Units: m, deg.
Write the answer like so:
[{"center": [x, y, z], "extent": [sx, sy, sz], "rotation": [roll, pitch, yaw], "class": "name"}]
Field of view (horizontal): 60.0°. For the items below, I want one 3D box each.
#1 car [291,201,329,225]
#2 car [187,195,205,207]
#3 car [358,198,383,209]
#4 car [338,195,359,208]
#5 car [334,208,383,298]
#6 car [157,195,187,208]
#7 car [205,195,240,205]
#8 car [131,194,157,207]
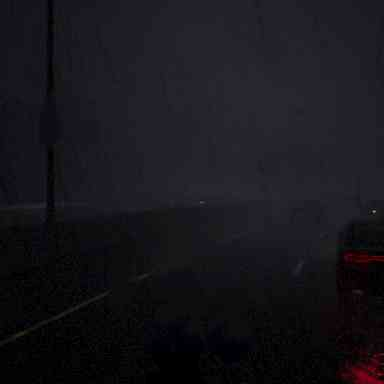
[{"center": [7.875, 1.299, 22.191], "extent": [1.812, 1.442, 4.674], "rotation": [0, 1, 30], "class": "car"}, {"center": [1.816, 1.087, 39.183], "extent": [1.837, 1.490, 4.892], "rotation": [0, 0, 34], "class": "car"}, {"center": [15.420, 1.232, 27.743], "extent": [1.837, 1.490, 4.892], "rotation": [0, 1, 33], "class": "car"}, {"center": [17.609, 1.125, 36.833], "extent": [2.128, 1.511, 4.902], "rotation": [1, 1, 37], "class": "car"}, {"center": [4.577, 1.396, 8.113], "extent": [1.882, 1.535, 5.008], "rotation": [0, 1, 24], "class": "car"}, {"center": [-1.749, 1.089, 40.155], "extent": [1.812, 1.442, 4.674], "rotation": [0, 1, 34], "class": "car"}, {"center": [3.634, 1.147, 35.635], "extent": [1.812, 1.442, 4.674], "rotation": [0, 1, 34], "class": "car"}, {"center": [-5.363, 1.039, 41.045], "extent": [2.128, 1.511, 4.902], "rotation": [0, 1, 34], "class": "car"}]
